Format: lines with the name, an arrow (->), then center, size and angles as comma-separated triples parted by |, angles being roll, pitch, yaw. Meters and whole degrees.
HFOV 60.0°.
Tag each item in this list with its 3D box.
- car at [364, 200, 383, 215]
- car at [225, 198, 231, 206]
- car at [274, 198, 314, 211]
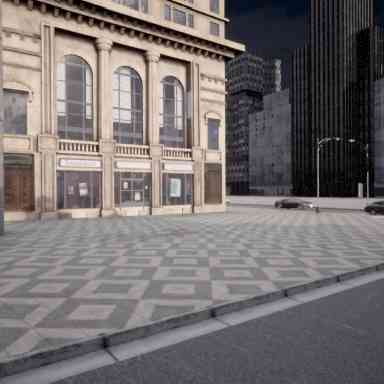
car -> 18.148, 1.477, 30.197 | 1.812, 1.442, 4.674 | -1, 0, -34
car -> 3.985, 1.357, 51.094 | 1.882, 1.535, 5.008 | -1, 1, -34
car -> 11.981, 1.412, 39.262 | 2.128, 1.511, 4.902 | -1, 0, -34
